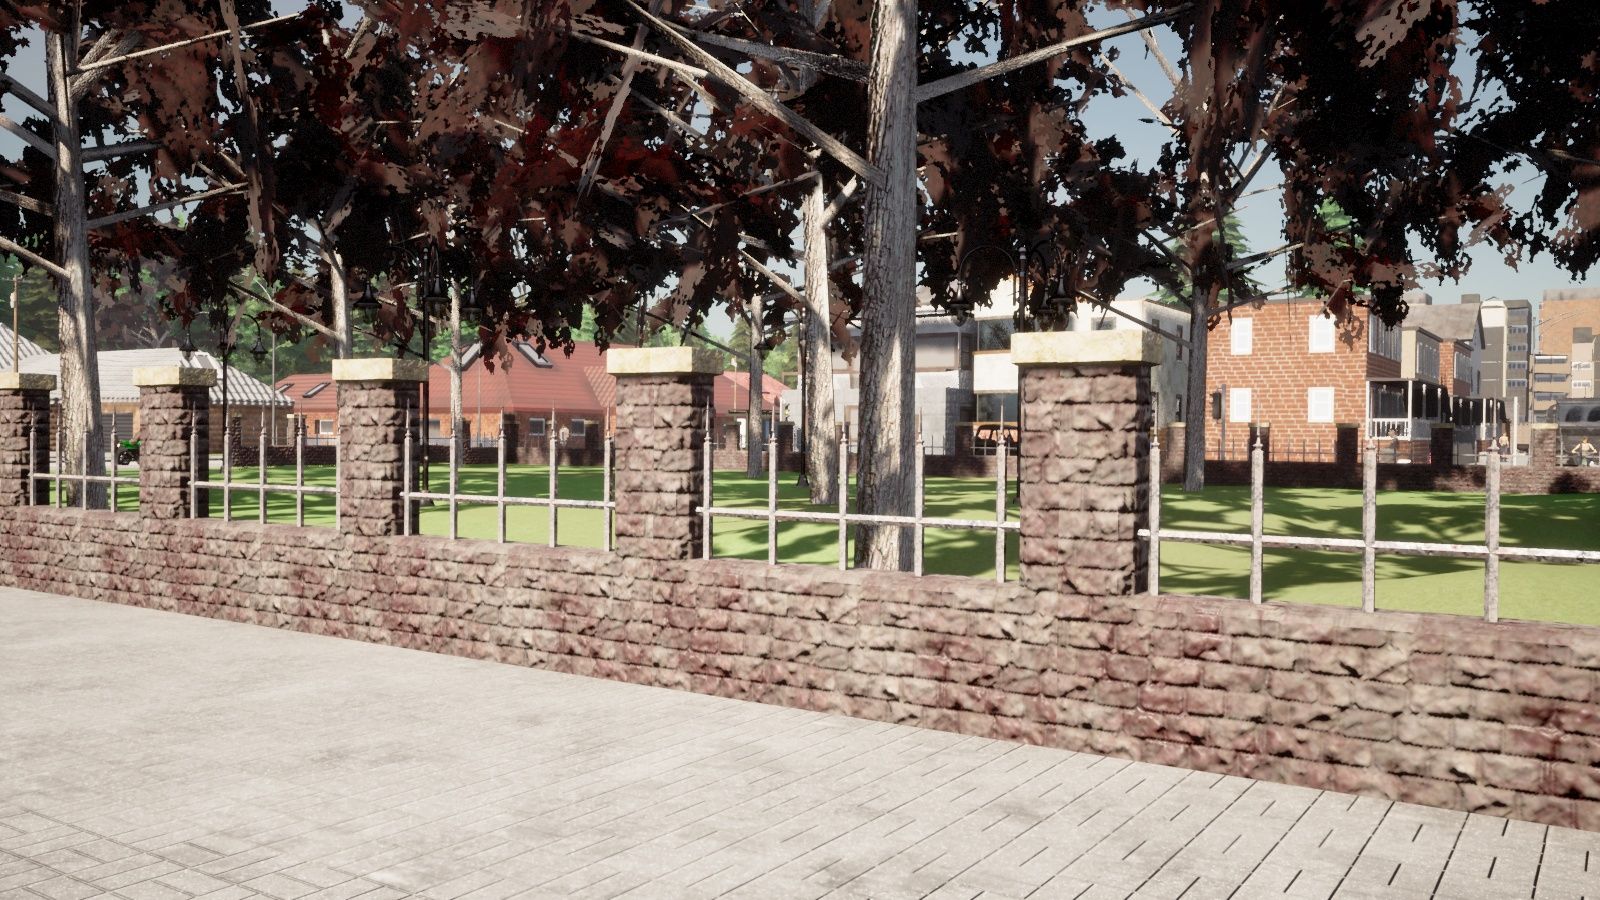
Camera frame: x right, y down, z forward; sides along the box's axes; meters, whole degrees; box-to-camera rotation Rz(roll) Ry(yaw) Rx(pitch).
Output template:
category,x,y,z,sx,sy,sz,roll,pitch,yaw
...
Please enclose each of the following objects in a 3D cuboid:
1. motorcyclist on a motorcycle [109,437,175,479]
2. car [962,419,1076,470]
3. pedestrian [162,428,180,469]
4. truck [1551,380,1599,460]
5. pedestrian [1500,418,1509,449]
category,x,y,z,sx,sy,sz,roll,pitch,yaw
motorcyclist on a motorcycle,-24.805,0.291,47.363,0.797,1.523,2.044,0,1,32
car,8.383,-0.206,48.138,3.866,1.878,1.905,0,1,32
pedestrian,-28.338,-0.075,56.579,0.353,1.847,0.614,0,1,37
truck,36.362,-1.366,57.621,2.891,3.462,7.936,0,1,34
pedestrian,41.942,-0.960,74.796,0.345,1.836,0.594,0,1,16
